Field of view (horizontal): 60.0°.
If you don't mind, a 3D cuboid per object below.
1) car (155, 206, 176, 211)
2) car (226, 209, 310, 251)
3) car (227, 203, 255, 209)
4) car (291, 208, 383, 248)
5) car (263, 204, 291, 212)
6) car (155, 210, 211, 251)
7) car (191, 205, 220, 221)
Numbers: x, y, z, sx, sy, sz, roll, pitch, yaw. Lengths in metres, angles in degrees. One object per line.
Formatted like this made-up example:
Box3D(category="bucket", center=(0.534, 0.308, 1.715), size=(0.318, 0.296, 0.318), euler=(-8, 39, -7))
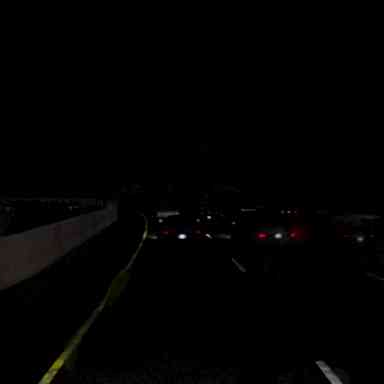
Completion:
Box3D(category="car", center=(-2.334, 1.881, 29.884), size=(1.895, 1.301, 4.718), euler=(0, -1, -9))
Box3D(category="car", center=(2.979, 1.684, 14.705), size=(2.033, 1.411, 5.357), euler=(0, -1, -4))
Box3D(category="car", center=(4.550, 1.781, 31.168), size=(2.128, 1.511, 4.902), euler=(0, 0, -9))
Box3D(category="car", center=(6.440, 1.667, 15.360), size=(1.812, 1.442, 4.674), euler=(0, 0, -4))
Box3D(category="car", center=(8.053, 1.837, 31.425), size=(2.033, 1.411, 5.357), euler=(0, -1, -9))
Box3D(category="car", center=(-0.535, 1.703, 14.791), size=(1.994, 1.385, 4.181), euler=(0, 0, -5))
Box3D(category="car", center=(1.122, 1.884, 30.437), size=(1.895, 1.301, 4.718), euler=(0, -1, -9))
